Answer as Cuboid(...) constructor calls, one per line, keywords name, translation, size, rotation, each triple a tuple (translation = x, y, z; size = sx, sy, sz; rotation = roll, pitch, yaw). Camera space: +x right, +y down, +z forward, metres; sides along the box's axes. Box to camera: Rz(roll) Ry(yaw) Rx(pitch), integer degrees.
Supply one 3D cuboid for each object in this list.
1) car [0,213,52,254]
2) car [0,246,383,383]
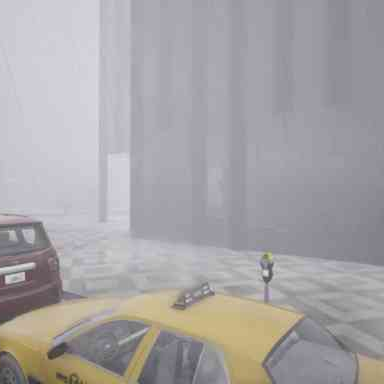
Cuboid(name="car", translation=(-4.466, 1.314, 6.155), size=(5.009, 1.841, 2.192), rotation=(0, 0, 36))
Cuboid(name="car", translation=(-0.191, 1.525, 3.099), size=(4.829, 1.417, 1.752), rotation=(0, 0, 36))
